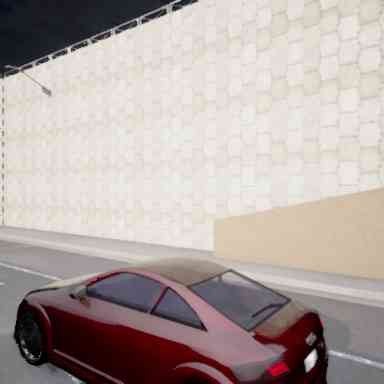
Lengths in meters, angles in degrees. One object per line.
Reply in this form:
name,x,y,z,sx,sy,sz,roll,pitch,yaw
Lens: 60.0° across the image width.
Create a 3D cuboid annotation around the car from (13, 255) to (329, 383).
car,-0.489,1.556,4.340,4.181,1.385,1.994,0,0,36
